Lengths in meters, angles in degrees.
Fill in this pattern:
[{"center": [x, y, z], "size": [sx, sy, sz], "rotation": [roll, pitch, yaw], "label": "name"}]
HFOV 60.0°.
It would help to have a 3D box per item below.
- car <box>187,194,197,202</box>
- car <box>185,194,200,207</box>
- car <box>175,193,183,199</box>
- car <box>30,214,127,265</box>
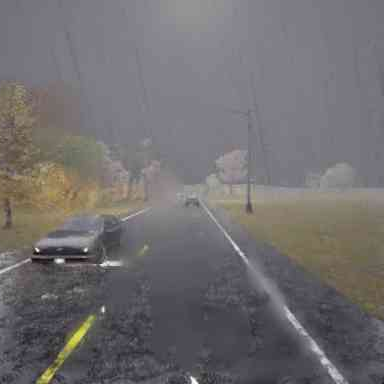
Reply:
[{"center": [0.046, 1.157, 63.953], "size": [1.837, 1.490, 4.892], "rotation": [0, 0, 0], "label": "car"}, {"center": [0.064, 1.252, 47.162], "size": [1.837, 1.490, 4.892], "rotation": [0, 0, 0], "label": "car"}, {"center": [-3.568, 1.025, 89.958], "size": [1.812, 1.442, 4.674], "rotation": [0, 0, 0], "label": "car"}, {"center": [-3.608, 1.487, 11.735], "size": [2.033, 1.411, 5.357], "rotation": [0, 0, 0], "label": "car"}]
